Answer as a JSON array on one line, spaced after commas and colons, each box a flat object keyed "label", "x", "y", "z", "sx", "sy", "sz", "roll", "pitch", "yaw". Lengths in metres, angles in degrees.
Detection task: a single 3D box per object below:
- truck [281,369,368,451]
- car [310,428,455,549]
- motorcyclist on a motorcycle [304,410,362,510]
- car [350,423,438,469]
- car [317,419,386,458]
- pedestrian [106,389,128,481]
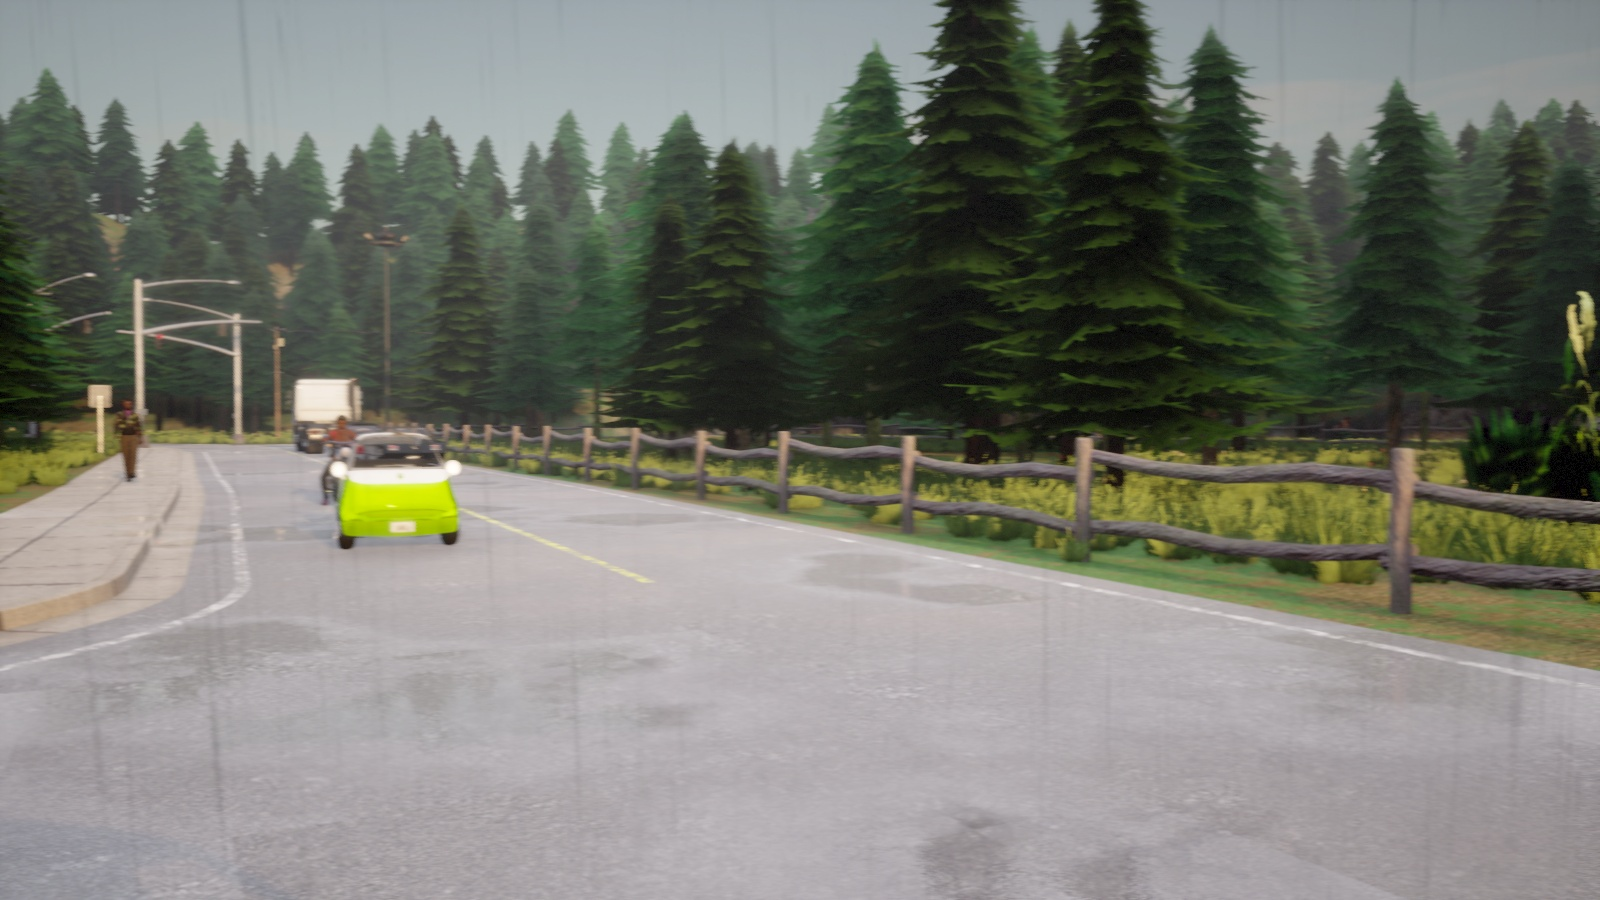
[{"label": "truck", "x": -21.689, "y": -1.783, "z": 57.009, "sx": 2.891, "sy": 3.462, "sz": 7.936, "roll": 0, "pitch": 2, "yaw": -27}, {"label": "car", "x": -5.263, "y": 0.421, "z": 15.702, "sx": 1.481, "sy": 1.376, "sz": 2.207, "roll": 0, "pitch": 1, "yaw": -25}, {"label": "motorcyclist on a motorcycle", "x": -8.249, "y": 0.131, "z": 22.117, "sx": 0.766, "sy": 1.649, "sz": 2.350, "roll": 0, "pitch": 2, "yaw": -25}, {"label": "car", "x": -12.616, "y": -0.170, "z": 38.846, "sx": 1.895, "sy": 1.301, "sz": 4.718, "roll": 0, "pitch": 2, "yaw": -27}, {"label": "car", "x": -17.228, "y": -0.476, "z": 48.090, "sx": 1.994, "sy": 1.385, "sz": 4.181, "roll": 0, "pitch": 2, "yaw": -26}, {"label": "pedestrian", "x": -14.641, "y": -0.329, "z": 26.922, "sx": 0.395, "sy": 1.930, "sz": 0.692, "roll": 0, "pitch": 2, "yaw": -28}]
